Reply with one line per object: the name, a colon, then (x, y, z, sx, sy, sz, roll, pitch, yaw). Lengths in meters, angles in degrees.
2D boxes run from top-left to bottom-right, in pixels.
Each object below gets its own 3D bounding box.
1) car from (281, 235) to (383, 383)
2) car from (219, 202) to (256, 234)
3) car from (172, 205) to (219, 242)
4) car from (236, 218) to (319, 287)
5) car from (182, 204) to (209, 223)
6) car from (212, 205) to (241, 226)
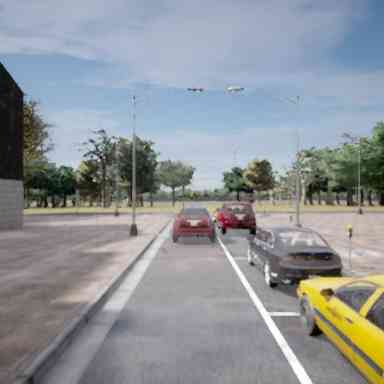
car: (2.635, 1.562, 3.974, 1.752, 1.417, 4.829, 0, -1, 0)
car: (2.625, 1.510, 20.441, 2.192, 1.841, 5.009, 0, -1, 0)
car: (0.090, 1.519, 17.586, 2.097, 1.767, 4.553, 0, -1, 0)
car: (2.632, 1.639, 9.348, 2.008, 1.369, 4.403, 0, -1, 0)
car: (0.402, 1.846, 29.508, 1.994, 1.385, 4.181, 0, -1, 6)
car: (2.622, 1.775, 26.155, 1.752, 1.417, 4.829, 0, -1, 0)
